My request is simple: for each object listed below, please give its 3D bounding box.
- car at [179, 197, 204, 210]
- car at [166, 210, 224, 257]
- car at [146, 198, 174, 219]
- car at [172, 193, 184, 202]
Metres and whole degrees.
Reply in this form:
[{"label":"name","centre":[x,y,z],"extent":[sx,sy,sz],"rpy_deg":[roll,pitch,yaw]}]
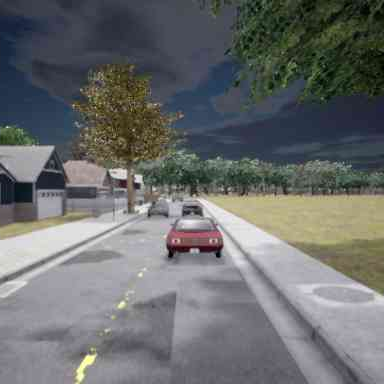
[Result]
[{"label":"car","centre":[0.034,1.509,29.968],"extent":[1.837,1.490,4.892],"rpy_deg":[0,0,0]},{"label":"car","centre":[0.089,1.601,12.899],"extent":[1.895,1.301,4.718],"rpy_deg":[0,0,0]},{"label":"car","centre":[-2.909,1.509,29.695],"extent":[1.837,1.490,4.892],"rpy_deg":[0,0,0]},{"label":"car","centre":[-2.976,1.208,70.750],"extent":[2.150,2.045,5.566],"rpy_deg":[0,0,0]}]
